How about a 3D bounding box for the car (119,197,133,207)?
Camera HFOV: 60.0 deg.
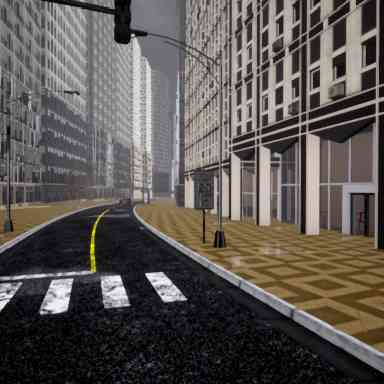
[{"bbox_3d":[-11.020,1.623,55.778,1.882,1.535,5.008,0,0,-5],"label":"car"}]
